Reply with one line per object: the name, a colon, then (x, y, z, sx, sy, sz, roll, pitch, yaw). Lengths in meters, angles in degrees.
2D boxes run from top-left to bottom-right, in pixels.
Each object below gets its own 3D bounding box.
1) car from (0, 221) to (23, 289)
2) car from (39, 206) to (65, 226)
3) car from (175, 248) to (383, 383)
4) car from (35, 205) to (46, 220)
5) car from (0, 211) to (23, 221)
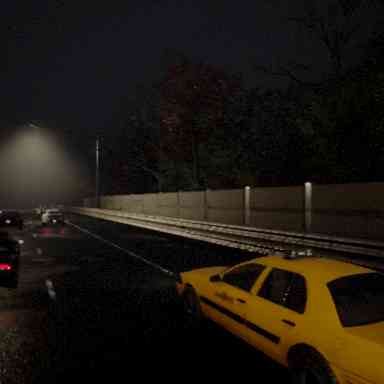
car: (-5.935, 1.793, 9.443, 2.033, 1.411, 5.357, 1, -2, -27)
car: (-13.088, 2.359, 31.272, 1.812, 1.442, 4.674, 1, -2, -26)
car: (1.441, 1.619, 5.124, 1.801, 1.575, 5.366, 1, -2, -27)
car: (-18.002, 2.435, 40.796, 2.097, 1.767, 4.553, 1, -2, -27)
car: (-14.872, 2.265, 27.078, 1.994, 1.385, 4.181, 1, -2, -27)
